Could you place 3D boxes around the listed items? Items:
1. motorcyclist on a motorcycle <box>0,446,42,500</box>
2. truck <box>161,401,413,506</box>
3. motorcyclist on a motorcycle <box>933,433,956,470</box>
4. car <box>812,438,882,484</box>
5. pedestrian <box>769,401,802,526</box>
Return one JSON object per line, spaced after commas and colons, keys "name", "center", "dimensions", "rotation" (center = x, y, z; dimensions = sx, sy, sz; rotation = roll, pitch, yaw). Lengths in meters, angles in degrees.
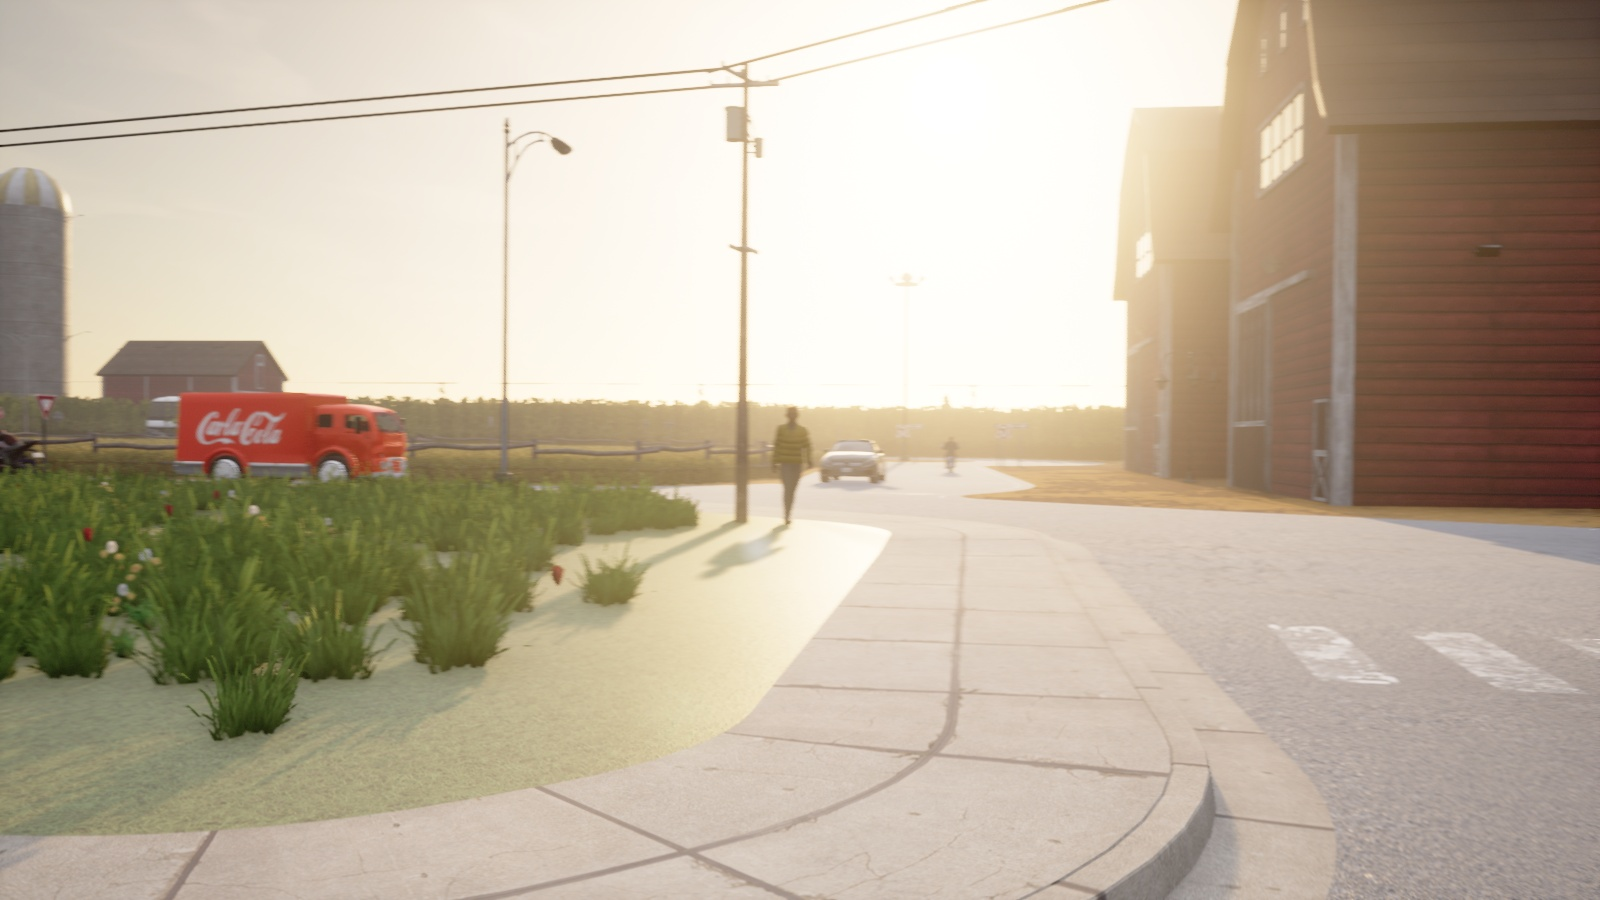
{"name": "motorcyclist on a motorcycle", "center": [-23.274, 0.655, 36.333], "dimensions": [2.191, 1.530, 0.866], "rotation": [-1, 1, 8]}
{"name": "truck", "center": [-12.735, 0.080, 31.420], "dimensions": [5.204, 2.467, 2.627], "rotation": [0, 1, 7]}
{"name": "motorcyclist on a motorcycle", "center": [6.223, 0.058, 54.171], "dimensions": [0.866, 1.590, 1.817], "rotation": [-1, 1, 4]}
{"name": "car", "center": [1.638, 0.318, 42.210], "dimensions": [1.812, 1.442, 4.674], "rotation": [0, 1, 9]}
{"name": "pedestrian", "center": [-0.225, 0.196, 18.928], "dimensions": [0.431, 1.840, 0.709], "rotation": [-1, 1, -4]}
